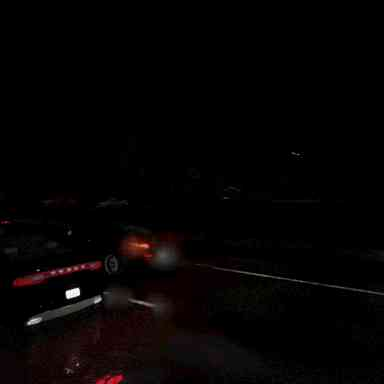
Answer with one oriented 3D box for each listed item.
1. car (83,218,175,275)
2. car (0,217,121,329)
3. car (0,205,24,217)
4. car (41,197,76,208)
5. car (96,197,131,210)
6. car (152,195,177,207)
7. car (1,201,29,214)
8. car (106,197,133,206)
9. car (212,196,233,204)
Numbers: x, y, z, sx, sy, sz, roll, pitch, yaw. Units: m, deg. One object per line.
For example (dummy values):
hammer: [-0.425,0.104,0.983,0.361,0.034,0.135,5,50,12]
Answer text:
car: [-2.637,1.526,10.155,4.674,1.442,1.812,0,0,35]
car: [-3.930,1.478,6.786,5.008,1.535,1.882,0,0,35]
car: [-10.112,1.505,15.485,4.892,1.490,1.837,0,0,36]
car: [-19.419,1.477,48.396,1.882,1.535,5.008,0,0,36]
car: [-10.222,1.525,43.164,1.812,1.442,4.674,0,0,36]
car: [-4.192,1.562,51.432,1.994,1.385,4.181,0,0,36]
car: [-18.143,1.564,32.262,1.994,1.385,4.181,0,0,35]
car: [-12.555,1.564,57.771,1.994,1.385,4.181,0,0,36]
car: [5.977,1.547,65.218,2.033,1.411,5.357,0,0,37]
